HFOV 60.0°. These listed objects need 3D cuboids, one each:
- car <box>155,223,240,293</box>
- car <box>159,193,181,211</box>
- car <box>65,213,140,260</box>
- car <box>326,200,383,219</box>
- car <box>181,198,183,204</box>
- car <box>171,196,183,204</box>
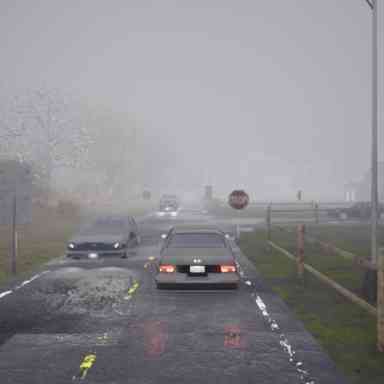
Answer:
[{"bbox_3d":[0.101,1.547,8.990,2.033,1.411,5.357,0,0,0],"label":"car"},{"bbox_3d":[-2.835,1.200,41.523,2.150,2.045,5.566,0,0,0],"label":"car"},{"bbox_3d":[-3.107,1.546,12.741,2.033,1.411,5.357,0,0,-2],"label":"car"},{"bbox_3d":[13.196,1.422,26.312,5.008,1.535,1.882,0,0,0],"label":"car"},{"bbox_3d":[-2.807,1.440,51.539,1.882,1.535,5.008,0,0,1],"label":"car"},{"bbox_3d":[-2.775,1.448,61.632,1.837,1.490,4.892,0,0,1],"label":"car"}]
